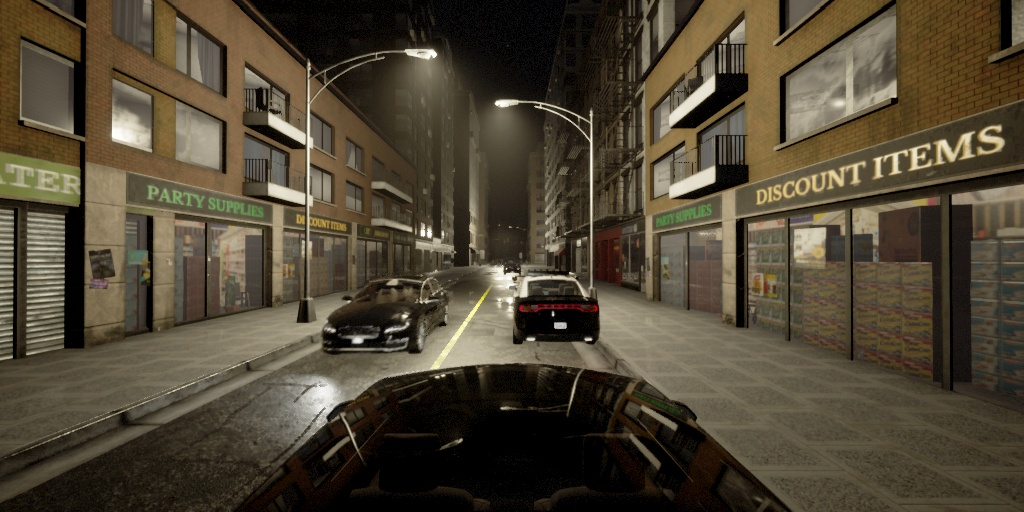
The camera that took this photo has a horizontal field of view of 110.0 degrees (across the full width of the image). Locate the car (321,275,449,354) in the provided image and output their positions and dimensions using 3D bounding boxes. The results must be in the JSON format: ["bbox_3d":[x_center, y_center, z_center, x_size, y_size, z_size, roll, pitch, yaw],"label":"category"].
[{"bbox_3d":[-2.754,1.256,8.823,1.837,1.490,4.892,0,0,0],"label":"car"}]

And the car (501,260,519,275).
[{"bbox_3d":[0.047,1.373,39.269,1.895,1.301,4.718,0,0,0],"label":"car"}]

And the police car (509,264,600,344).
[{"bbox_3d":[0.957,1.178,9.687,1.930,1.638,5.238,0,0,0],"label":"police car"}]
